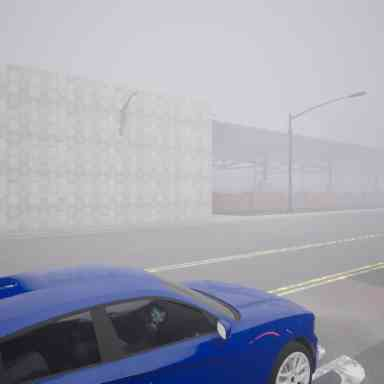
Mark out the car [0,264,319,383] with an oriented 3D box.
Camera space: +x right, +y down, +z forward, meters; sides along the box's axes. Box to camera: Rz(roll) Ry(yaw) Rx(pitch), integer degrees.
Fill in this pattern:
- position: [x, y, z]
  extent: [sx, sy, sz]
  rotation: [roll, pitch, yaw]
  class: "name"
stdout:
- position: [-0.820, 1.478, 3.163]
  extent: [5.008, 1.535, 1.882]
  rotation: [0, 0, -36]
  class: "car"
